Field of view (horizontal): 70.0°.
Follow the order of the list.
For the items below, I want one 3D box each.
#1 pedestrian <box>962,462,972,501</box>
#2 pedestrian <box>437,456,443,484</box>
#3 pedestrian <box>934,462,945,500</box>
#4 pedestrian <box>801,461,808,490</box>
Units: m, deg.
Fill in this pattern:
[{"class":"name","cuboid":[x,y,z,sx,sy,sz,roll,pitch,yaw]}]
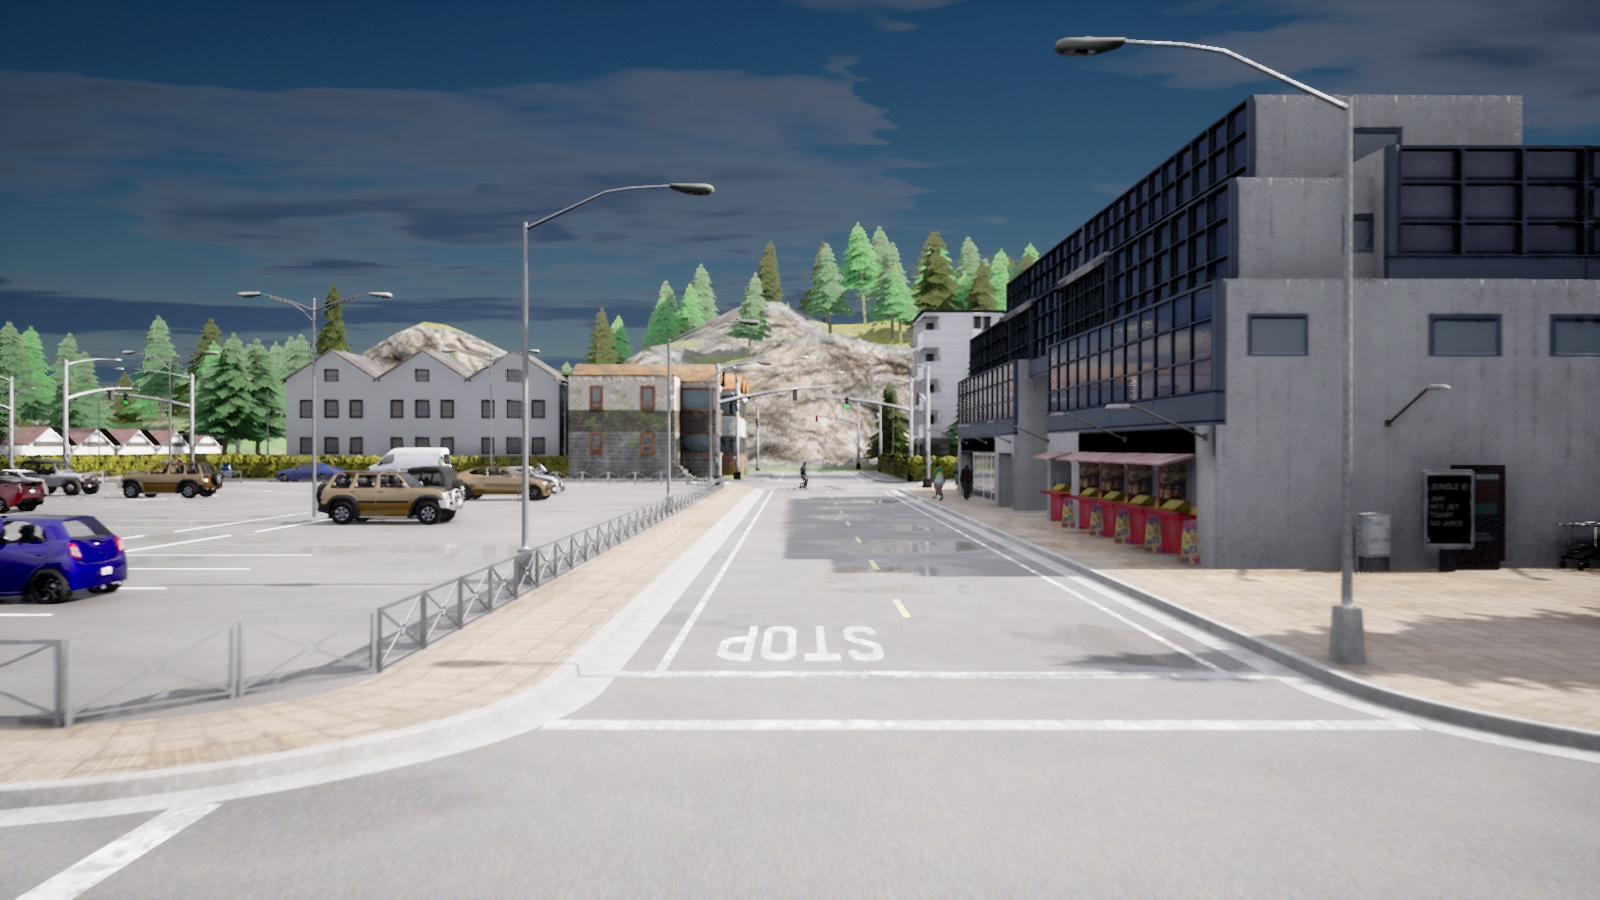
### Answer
[{"class":"pedestrian","cuboid":[8.187,1.539,56.067,0.375,1.860,0.375,0,0,-18]},{"class":"pedestrian","cuboid":[-23.441,1.297,74.406,0.375,1.860,0.375,0,0,-14]},{"class":"pedestrian","cuboid":[6.863,1.536,56.284,0.375,1.860,0.375,0,0,-26]},{"class":"pedestrian","cuboid":[0.276,1.639,73.482,0.375,1.860,0.375,0,0,15]}]
